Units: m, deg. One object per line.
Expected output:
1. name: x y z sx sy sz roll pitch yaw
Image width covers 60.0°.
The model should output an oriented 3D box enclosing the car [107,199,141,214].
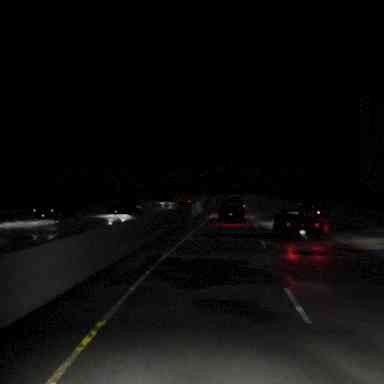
1. car: -6.630 1.412 33.316 2.033 1.411 5.357 0 0 8

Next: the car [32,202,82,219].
1. car: -11.028 1.470 27.515 1.895 1.301 4.718 0 0 8

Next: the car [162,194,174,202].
1. car: -4.892 1.259 68.319 1.837 1.490 4.892 0 0 8

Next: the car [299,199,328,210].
1. car: 10.711 1.415 29.582 1.837 1.490 4.892 0 0 8

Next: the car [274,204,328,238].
1. car: 5.391 1.536 17.442 1.895 1.301 4.718 0 0 8

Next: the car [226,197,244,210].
1. car: 5.454 1.366 41.888 2.128 1.511 4.902 0 0 8

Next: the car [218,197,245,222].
1. car: 3.063 1.382 25.677 1.882 1.535 5.008 0 0 8

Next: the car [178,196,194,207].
1. car: -0.825 1.328 48.551 1.882 1.535 5.008 0 0 9
